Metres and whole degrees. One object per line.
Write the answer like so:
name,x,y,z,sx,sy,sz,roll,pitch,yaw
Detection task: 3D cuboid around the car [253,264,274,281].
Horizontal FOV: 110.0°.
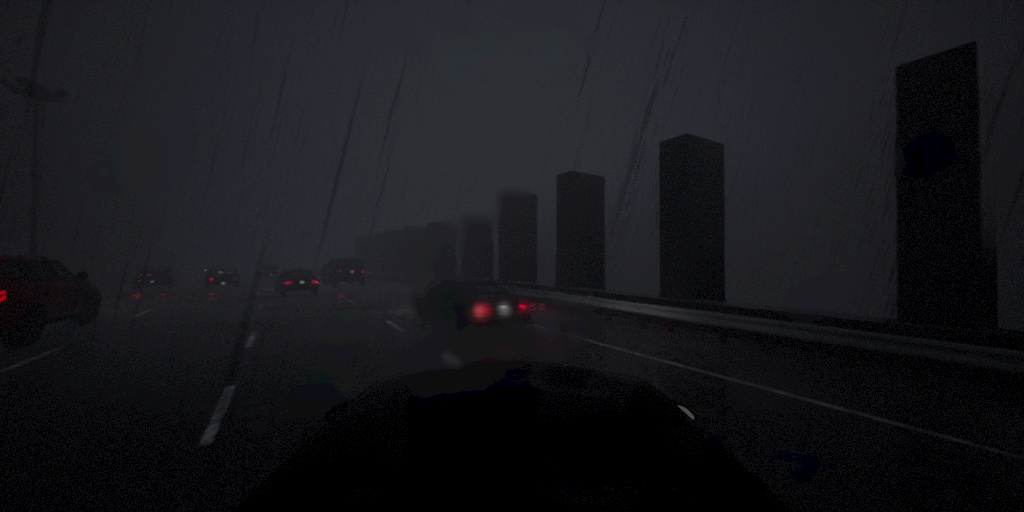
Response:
car,-23.308,1.531,34.169,2.128,1.511,4.902,1,-1,-41

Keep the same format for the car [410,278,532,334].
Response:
car,-1.531,1.394,11.116,2.033,1.411,5.357,1,-1,-33

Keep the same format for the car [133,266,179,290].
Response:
car,-24.174,1.424,24.436,2.128,1.511,4.902,1,-1,-39

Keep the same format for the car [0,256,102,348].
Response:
car,-12.585,1.016,8.824,2.150,2.045,5.566,1,-1,-34

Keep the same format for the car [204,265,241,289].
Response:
car,-20.565,1.554,25.523,1.895,1.301,4.718,1,-1,-39

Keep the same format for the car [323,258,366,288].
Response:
car,-12.723,1.209,26.958,2.150,2.045,5.566,1,-1,-38

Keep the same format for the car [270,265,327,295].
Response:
car,-12.752,1.474,21.226,2.033,1.411,5.357,1,-1,-37
